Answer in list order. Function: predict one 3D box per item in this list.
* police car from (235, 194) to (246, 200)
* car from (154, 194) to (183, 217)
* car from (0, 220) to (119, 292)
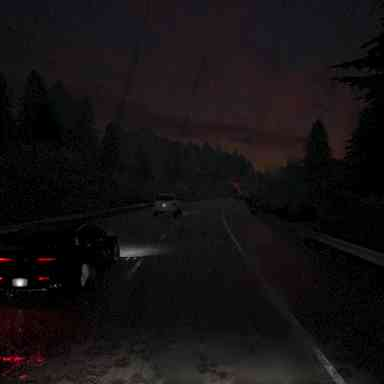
[{"bbox_3d":[13.078,1.396,92.352,1.930,1.638,5.238,0,0,15],"label":"police car"},{"bbox_3d":[-2.182,1.208,31.544,2.150,2.045,5.566,0,0,5],"label":"car"},{"bbox_3d":[-3.310,1.501,8.901,1.837,1.490,4.892,0,0,1],"label":"car"}]
